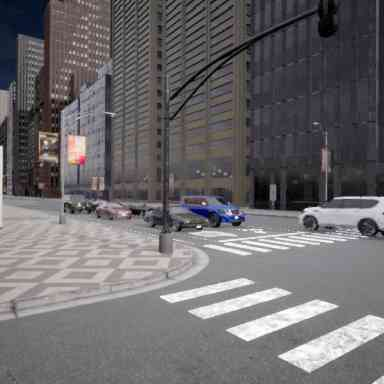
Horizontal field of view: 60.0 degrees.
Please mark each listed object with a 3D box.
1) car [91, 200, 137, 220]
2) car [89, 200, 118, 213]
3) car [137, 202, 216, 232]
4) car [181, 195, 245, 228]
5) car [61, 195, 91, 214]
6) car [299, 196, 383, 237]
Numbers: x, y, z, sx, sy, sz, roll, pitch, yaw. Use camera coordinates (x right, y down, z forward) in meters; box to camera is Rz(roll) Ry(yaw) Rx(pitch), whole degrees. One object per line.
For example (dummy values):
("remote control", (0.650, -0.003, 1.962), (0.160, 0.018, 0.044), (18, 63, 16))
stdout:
("car", (-6.851, 1.585, 28.769), (1.812, 1.442, 4.674), (1, -1, -36))
("car", (-10.564, 1.653, 39.562), (1.812, 1.442, 4.674), (1, -1, -35))
("car", (-1.153, 1.569, 20.803), (2.033, 1.411, 5.357), (1, -1, -35))
("car", (1.175, 1.269, 23.126), (2.150, 2.045, 5.566), (1, -1, -36))
("car", (-13.076, 1.324, 37.492), (2.150, 2.045, 5.566), (1, -1, -36))
("car", (8.743, 1.262, 18.487), (2.150, 2.045, 5.566), (1, -1, -36))
